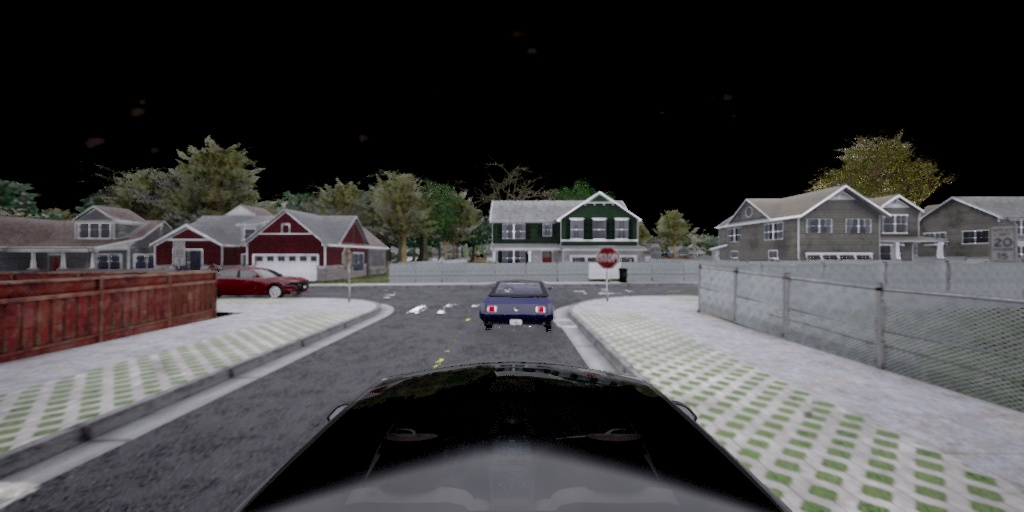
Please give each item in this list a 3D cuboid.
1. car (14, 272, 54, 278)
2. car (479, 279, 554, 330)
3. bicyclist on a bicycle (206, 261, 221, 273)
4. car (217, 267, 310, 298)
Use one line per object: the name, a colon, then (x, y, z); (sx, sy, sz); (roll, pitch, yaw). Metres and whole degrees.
car: (-24.867, 1.494, 18.193); (4.181, 1.385, 1.994); (0, 0, 0)
car: (0.298, 1.347, 11.090); (1.895, 1.301, 4.718); (0, 0, 5)
bicyclist on a bicycle: (-20.023, 1.188, 24.005); (0.582, 1.620, 1.656); (0, 0, 1)
car: (-12.933, 1.313, 18.087); (5.008, 1.535, 1.882); (0, 0, 0)
